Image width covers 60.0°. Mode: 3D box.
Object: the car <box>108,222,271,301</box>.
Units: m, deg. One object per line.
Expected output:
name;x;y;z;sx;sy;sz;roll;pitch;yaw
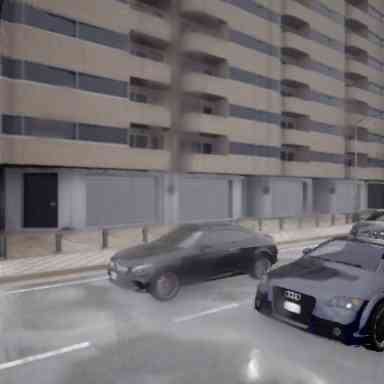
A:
car;0.239;1.527;8.435;4.674;1.442;1.812;0;0;-36

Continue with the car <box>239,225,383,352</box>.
car;3.148;1.568;6.208;4.181;1.385;1.994;0;0;-35

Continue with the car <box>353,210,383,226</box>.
car;8.795;1.516;14.470;4.892;1.490;1.837;0;0;-35
